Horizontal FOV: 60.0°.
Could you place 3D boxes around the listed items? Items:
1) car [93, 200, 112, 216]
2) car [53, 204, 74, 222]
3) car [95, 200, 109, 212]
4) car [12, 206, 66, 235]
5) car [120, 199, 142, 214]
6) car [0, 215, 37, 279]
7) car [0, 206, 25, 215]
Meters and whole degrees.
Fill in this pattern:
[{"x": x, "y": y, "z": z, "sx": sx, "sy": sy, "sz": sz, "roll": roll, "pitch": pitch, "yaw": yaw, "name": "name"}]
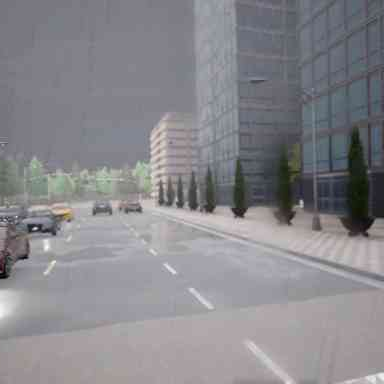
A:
[{"x": -10.327, "y": 1.718, "z": 38.401, "sx": 2.097, "sy": 1.767, "sz": 4.553, "roll": -1, "pitch": 0, "yaw": -15, "name": "car"}, {"x": -11.706, "y": 1.842, "z": 29.713, "sx": 1.882, "sy": 1.535, "sz": 5.008, "roll": -1, "pitch": 0, "yaw": -15, "name": "car"}, {"x": -12.996, "y": 1.969, "z": 47.881, "sx": 1.837, "sy": 1.490, "sz": 4.892, "roll": -1, "pitch": 0, "yaw": -15, "name": "car"}, {"x": -9.042, "y": 1.830, "z": 20.011, "sx": 1.994, "sy": 1.385, "sz": 4.181, "roll": -1, "pitch": 0, "yaw": -15, "name": "car"}, {"x": -7.097, "y": 1.790, "z": 39.869, "sx": 2.128, "sy": 1.511, "sz": 4.902, "roll": -1, "pitch": 0, "yaw": -15, "name": "car"}, {"x": -6.352, "y": 1.693, "z": 10.424, "sx": 1.812, "sy": 1.442, "sz": 4.674, "roll": -1, "pitch": 0, "yaw": -16, "name": "car"}, {"x": -14.712, "y": 1.929, "z": 27.433, "sx": 1.837, "sy": 1.490, "sz": 4.892, "roll": -1, "pitch": 0, "yaw": -15, "name": "car"}]
